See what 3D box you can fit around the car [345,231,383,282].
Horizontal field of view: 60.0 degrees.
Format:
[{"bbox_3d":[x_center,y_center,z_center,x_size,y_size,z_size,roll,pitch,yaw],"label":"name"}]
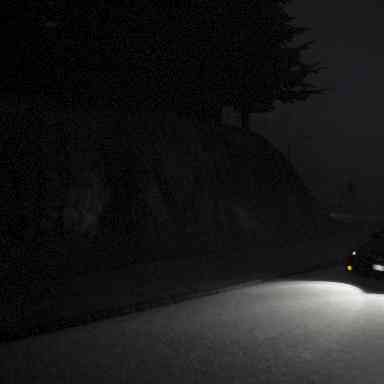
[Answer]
[{"bbox_3d":[5.932,1.564,8.803,4.181,1.385,1.994,0,0,-35],"label":"car"}]
